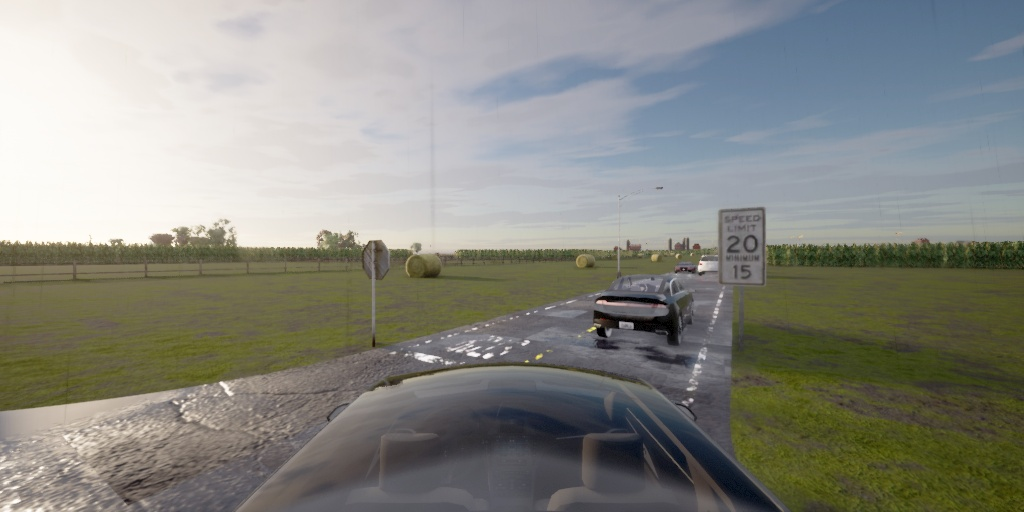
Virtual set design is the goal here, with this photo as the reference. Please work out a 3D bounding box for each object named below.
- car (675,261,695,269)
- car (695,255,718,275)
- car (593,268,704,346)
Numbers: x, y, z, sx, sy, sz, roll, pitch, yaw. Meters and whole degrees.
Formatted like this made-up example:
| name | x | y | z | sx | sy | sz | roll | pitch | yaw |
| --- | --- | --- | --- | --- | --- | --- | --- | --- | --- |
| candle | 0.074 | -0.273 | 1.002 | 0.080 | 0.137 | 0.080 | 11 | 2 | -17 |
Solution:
| name | x | y | z | sx | sy | sz | roll | pitch | yaw |
| --- | --- | --- | --- | --- | --- | --- | --- | --- | --- |
| car | 19.857 | 1.280 | 40.943 | 1.994 | 1.385 | 4.181 | 0 | 0 | 32 |
| car | 20.151 | 0.943 | 36.093 | 2.150 | 2.045 | 5.566 | 0 | 0 | 33 |
| car | 3.670 | 1.240 | 9.566 | 2.128 | 1.511 | 4.902 | 0 | 0 | 32 |
